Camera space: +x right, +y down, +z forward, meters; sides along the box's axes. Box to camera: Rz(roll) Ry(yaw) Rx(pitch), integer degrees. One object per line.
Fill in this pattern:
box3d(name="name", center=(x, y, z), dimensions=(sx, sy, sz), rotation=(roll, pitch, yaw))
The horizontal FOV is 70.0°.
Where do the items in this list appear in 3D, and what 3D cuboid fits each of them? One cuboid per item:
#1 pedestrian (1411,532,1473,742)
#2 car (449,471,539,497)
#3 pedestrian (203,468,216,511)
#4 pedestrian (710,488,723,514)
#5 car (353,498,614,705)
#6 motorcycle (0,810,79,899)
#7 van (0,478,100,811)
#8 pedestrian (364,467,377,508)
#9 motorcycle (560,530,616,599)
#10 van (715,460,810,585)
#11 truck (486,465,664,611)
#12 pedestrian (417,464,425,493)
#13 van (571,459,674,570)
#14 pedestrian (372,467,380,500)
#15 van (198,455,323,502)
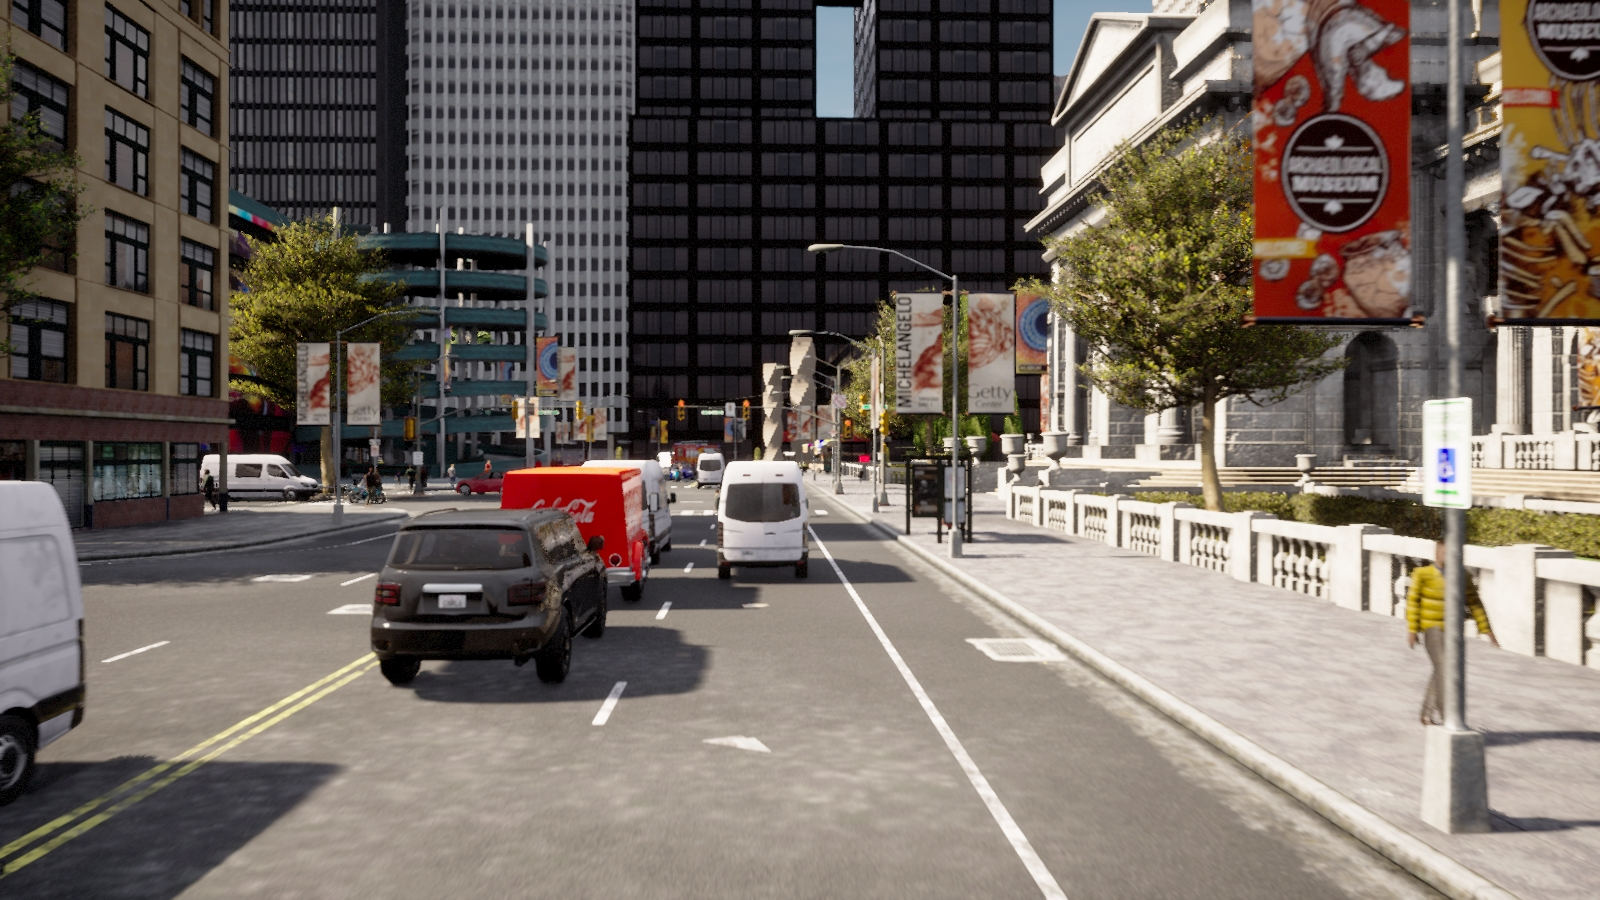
box3d(name="pedestrian", center=(5.871, 1.695, 10.461), dimensions=(0.375, 1.860, 0.375), rotation=(0, 0, 5))
box3d(name="car", center=(-18.878, 2.065, 70.509), dimensions=(4.892, 1.480, 2.231), rotation=(0, 0, 17))
box3d(name="pedestrian", center=(-25.517, 1.700, 49.344), dimensions=(0.375, 1.860, 0.375), rotation=(0, 0, -4))
box3d(name="pedestrian", center=(-3.649, 2.229, 49.926), dimensions=(0.500, 1.100, 0.500), rotation=(0, 0, 0))
box3d(name="car", center=(-3.934, 1.780, 15.367), dimensions=(2.150, 2.045, 5.566), rotation=(0, 0, -2))
box3d(name="motorcycle", center=(-3.570, 2.206, 3.905), dimensions=(0.867, 1.251, 2.209), rotation=(0, 0, -2))
box3d(name="van", center=(-7.164, 1.535, 7.254), dimensions=(1.988, 2.561, 5.915), rotation=(0, 0, -2))
box3d(name="pedestrian", center=(-19.581, 1.699, 52.087), dimensions=(0.375, 1.860, 0.375), rotation=(0, 0, 35))
box3d(name="motorcycle", center=(-4.119, 2.214, 22.350), dimensions=(0.803, 1.145, 2.033), rotation=(0, 0, -2))
box3d(name="van", center=(-0.890, 1.534, 26.782), dimensions=(1.988, 2.561, 5.915), rotation=(0, 0, -2))
box3d(name="truck", center=(-4.229, 1.569, 22.518), dimensions=(2.627, 2.467, 5.204), rotation=(0, 0, -2))
box3d(name="pedestrian", center=(-24.637, 1.852, 74.336), dimensions=(0.375, 1.860, 0.375), rotation=(0, 0, 5))
box3d(name="van", center=(-4.506, 1.535, 29.837), dimensions=(1.988, 2.561, 5.915), rotation=(0, 0, -2))
box3d(name="pedestrian", center=(-23.444, 1.852, 63.179), dimensions=(0.375, 1.860, 0.375), rotation=(0, 0, -7))
box3d(name="van", center=(-29.493, 1.539, 62.590), dimensions=(5.915, 2.561, 1.988), rotation=(0, 0, -2))
